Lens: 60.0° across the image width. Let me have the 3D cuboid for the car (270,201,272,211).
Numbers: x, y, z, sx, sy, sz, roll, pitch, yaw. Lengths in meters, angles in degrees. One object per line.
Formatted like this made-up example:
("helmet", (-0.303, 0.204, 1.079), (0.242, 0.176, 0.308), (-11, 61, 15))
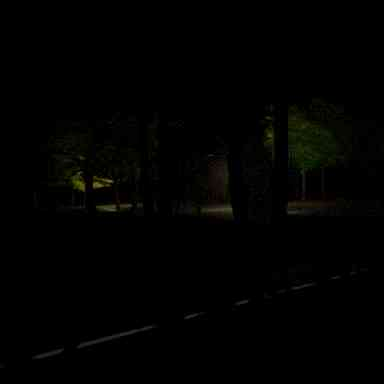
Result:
("car", (12.885, 2.328, 55.626), (2.097, 1.767, 4.553), (-4, 1, -36))
